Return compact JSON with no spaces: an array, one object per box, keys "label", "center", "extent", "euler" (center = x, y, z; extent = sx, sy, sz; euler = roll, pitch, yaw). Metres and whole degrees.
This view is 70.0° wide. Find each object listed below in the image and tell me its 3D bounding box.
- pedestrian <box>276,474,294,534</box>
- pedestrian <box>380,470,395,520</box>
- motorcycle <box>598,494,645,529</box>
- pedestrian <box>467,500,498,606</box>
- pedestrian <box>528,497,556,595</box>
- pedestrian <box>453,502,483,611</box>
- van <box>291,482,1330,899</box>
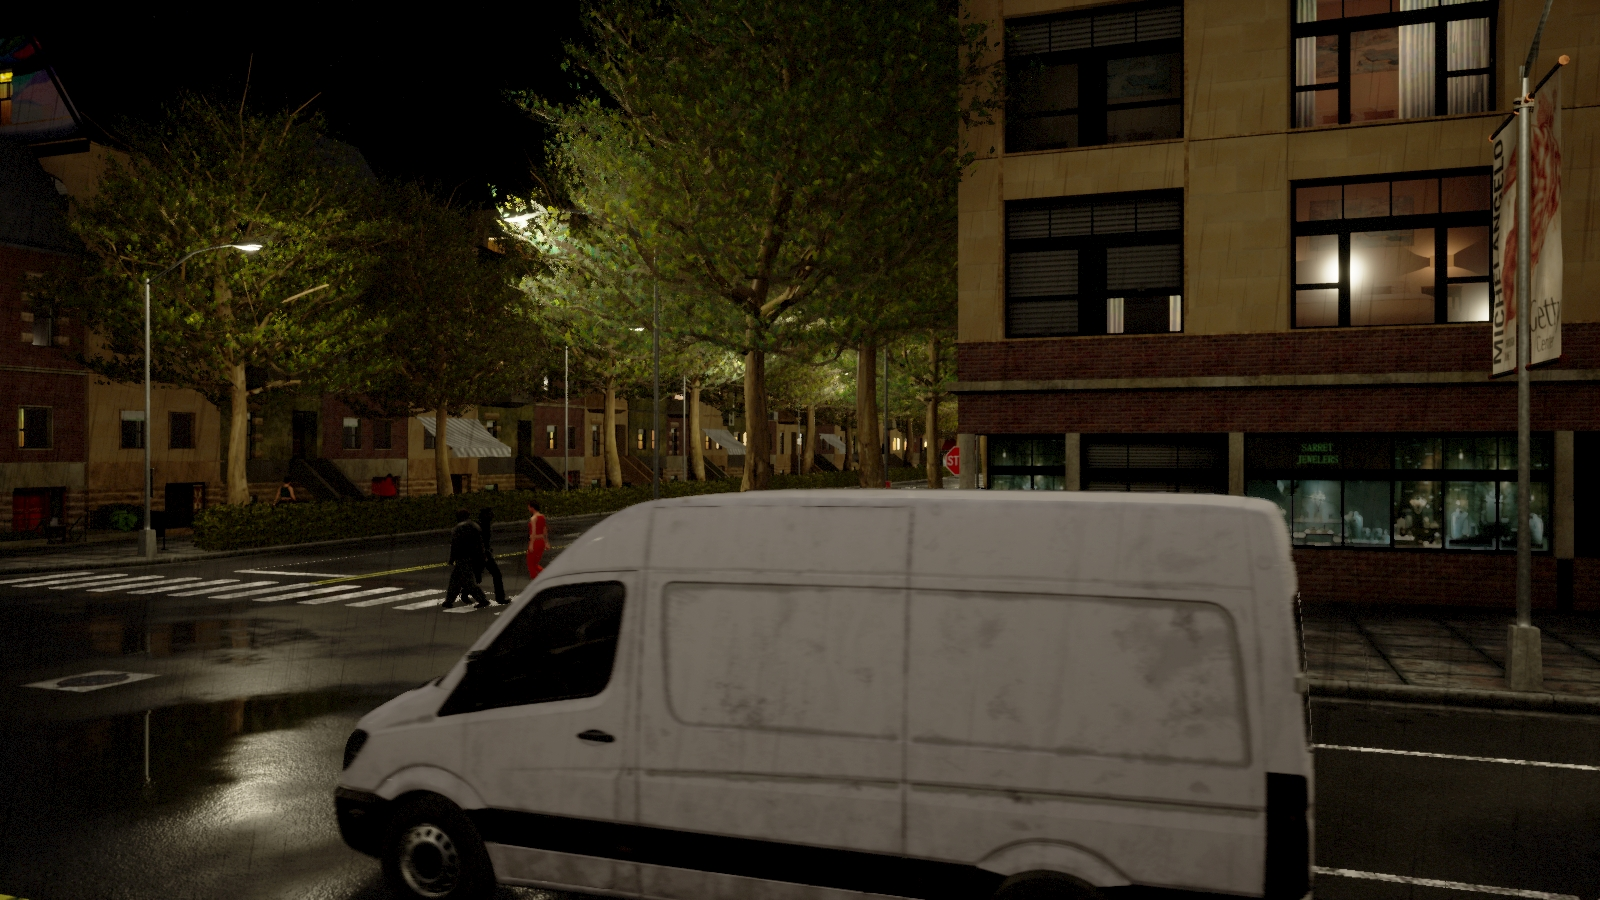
[{"label":"pedestrian","center":[-16.165,1.696,35.853],"extent":[0.375,1.860,0.375],"euler":[0,0,9]},{"label":"pedestrian","center":[-15.583,1.696,43.192],"extent":[0.375,1.860,0.375],"euler":[0,0,20]},{"label":"motorcycle","center":[-6.432,2.213,41.253],"extent":[0.803,1.145,2.033],"euler":[0,0,20]},{"label":"pedestrian","center":[-5.728,1.849,20.619],"extent":[0.375,1.860,0.375],"euler":[0,0,21]},{"label":"pedestrian","center":[-4.997,1.849,22.116],"extent":[0.375,1.860,0.375],"euler":[0,0,20]},{"label":"pedestrian","center":[-5.794,1.849,19.942],"extent":[0.375,1.860,0.375],"euler":[0,0,15]},{"label":"van","center":[-0.066,1.534,7.064],"extent":[5.915,2.561,1.988],"euler":[0,0,20]}]
